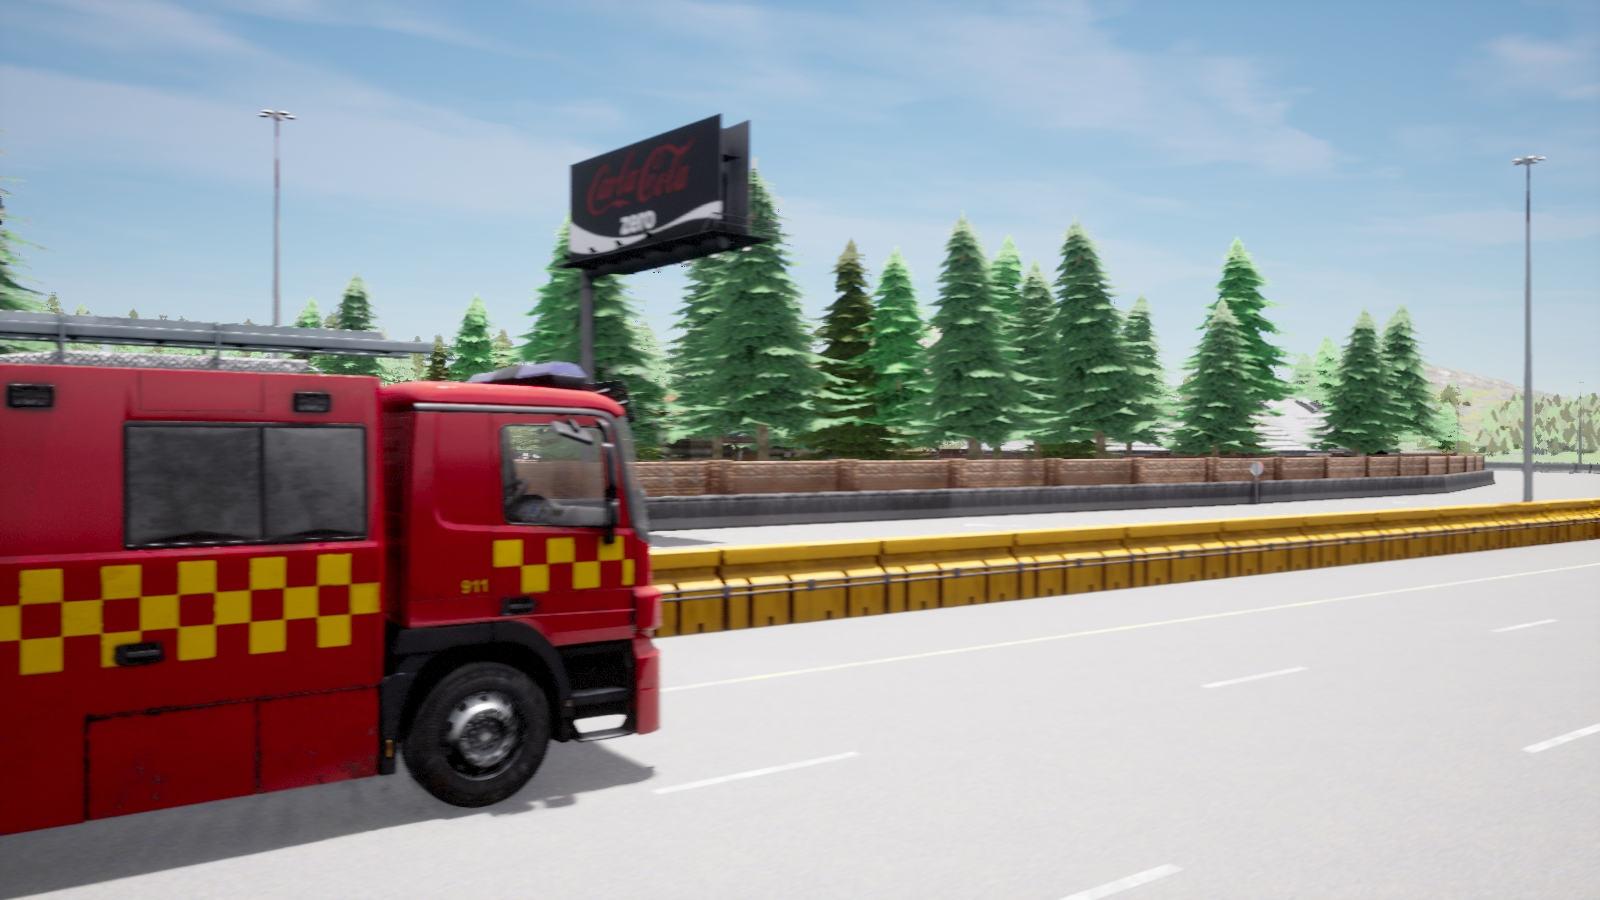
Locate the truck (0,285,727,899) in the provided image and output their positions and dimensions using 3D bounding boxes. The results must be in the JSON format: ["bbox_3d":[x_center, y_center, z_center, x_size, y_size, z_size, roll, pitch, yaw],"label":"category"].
[{"bbox_3d":[-4.949,0.891,8.880,8.468,3.827,2.891,0,0,-35],"label":"truck"}]
